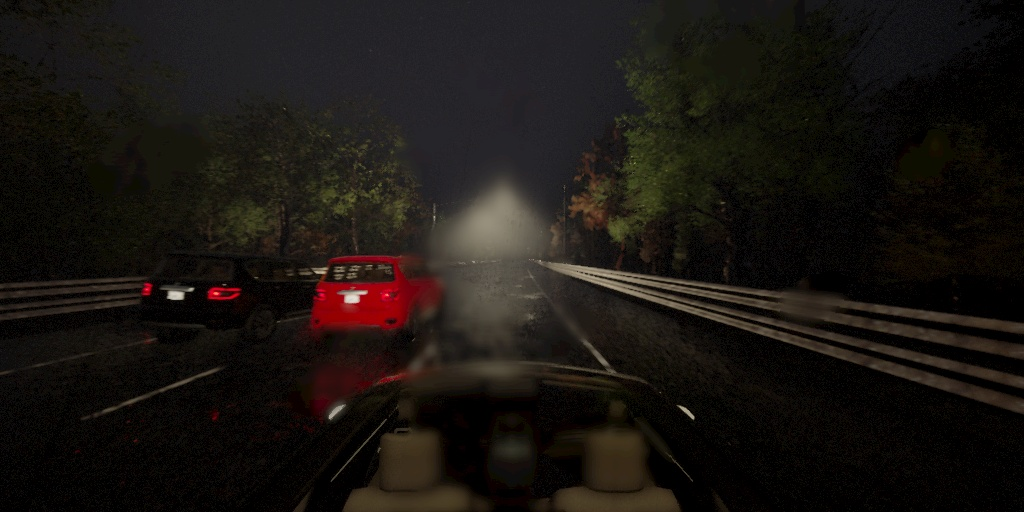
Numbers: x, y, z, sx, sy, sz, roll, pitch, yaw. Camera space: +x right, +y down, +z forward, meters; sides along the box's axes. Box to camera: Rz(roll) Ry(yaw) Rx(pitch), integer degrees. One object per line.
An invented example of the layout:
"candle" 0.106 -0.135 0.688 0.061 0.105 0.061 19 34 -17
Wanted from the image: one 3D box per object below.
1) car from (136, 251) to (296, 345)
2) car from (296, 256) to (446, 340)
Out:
"car" -6.777 0.997 9.895 2.150 2.045 5.566 3 -2 0
"car" -3.379 1.023 10.284 2.150 2.045 5.566 0 0 0
